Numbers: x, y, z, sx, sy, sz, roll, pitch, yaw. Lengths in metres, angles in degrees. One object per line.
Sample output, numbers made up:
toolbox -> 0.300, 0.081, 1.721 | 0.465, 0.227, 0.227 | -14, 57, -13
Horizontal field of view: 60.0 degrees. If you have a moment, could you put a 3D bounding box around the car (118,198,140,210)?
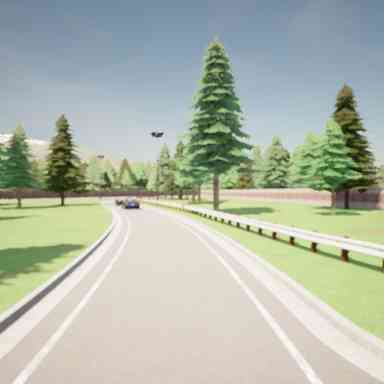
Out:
car -> -7.882, 1.503, 42.673 | 1.994, 1.385, 4.181 | 0, 0, -18

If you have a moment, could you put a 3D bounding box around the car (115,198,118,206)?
car -> -11.025, 1.533, 52.139 | 1.895, 1.301, 4.718 | 0, 0, -18
